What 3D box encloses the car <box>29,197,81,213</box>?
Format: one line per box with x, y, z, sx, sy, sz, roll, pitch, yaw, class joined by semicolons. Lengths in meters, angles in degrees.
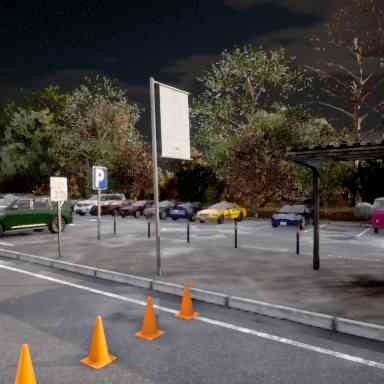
-15.663;1.444;38.271;1.946;1.575;5.366;0;0;35;car

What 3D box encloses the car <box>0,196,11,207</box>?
-29.294;1.332;47.846;1.946;1.575;5.366;1;0;35;car

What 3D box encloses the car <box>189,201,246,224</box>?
2.297;1.475;25.205;1.946;1.575;5.366;0;0;35;car

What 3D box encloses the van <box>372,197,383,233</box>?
11.556;1.264;19.072;1.878;1.987;4.442;0;0;35;van

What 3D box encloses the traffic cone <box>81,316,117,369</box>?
-1.243;1.957;4.439;0.340;0.580;0.340;0;0;35;traffic cone

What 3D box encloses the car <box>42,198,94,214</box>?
-13.500;1.455;36.520;2.097;1.535;5.008;0;0;35;car

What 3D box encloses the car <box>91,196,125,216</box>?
-6.679;1.466;31.742;2.097;1.535;5.008;0;0;35;car

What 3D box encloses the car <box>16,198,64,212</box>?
-18.055;1.469;39.689;2.163;1.488;4.792;0;0;35;car

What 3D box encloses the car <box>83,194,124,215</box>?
-8.969;1.212;33.310;2.435;2.045;5.566;0;0;35;car

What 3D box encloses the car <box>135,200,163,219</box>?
-2.135;1.473;28.552;2.231;1.521;4.892;0;0;35;car

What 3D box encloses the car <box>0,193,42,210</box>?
-22.601;1.153;42.884;2.435;2.045;5.566;0;0;35;car

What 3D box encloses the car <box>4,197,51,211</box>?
-20.299;1.452;41.337;2.163;1.488;4.792;0;0;35;car

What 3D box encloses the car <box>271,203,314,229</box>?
6.931;1.513;22.143;2.163;1.488;4.792;0;0;35;car

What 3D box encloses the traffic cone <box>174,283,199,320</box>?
-0.094;1.957;6.071;0.340;0.580;0.340;0;0;36;traffic cone

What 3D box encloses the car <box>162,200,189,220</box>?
0.149;1.504;26.976;2.163;1.488;4.792;0;0;35;car

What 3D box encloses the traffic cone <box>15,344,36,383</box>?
-1.818;1.957;3.622;0.340;0.580;0.340;0;0;35;traffic cone

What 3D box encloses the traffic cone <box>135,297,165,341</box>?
-0.668;1.957;5.255;0.340;0.580;0.340;0;0;35;traffic cone

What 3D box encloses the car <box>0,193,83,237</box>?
-8.960;1.221;17.320;2.435;2.045;5.566;0;0;35;car

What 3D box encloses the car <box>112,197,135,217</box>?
-4.407;1.469;30.147;2.097;1.535;5.008;0;0;35;car

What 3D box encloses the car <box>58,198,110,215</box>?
-11.227;1.461;34.923;2.231;1.521;4.892;0;0;35;car
